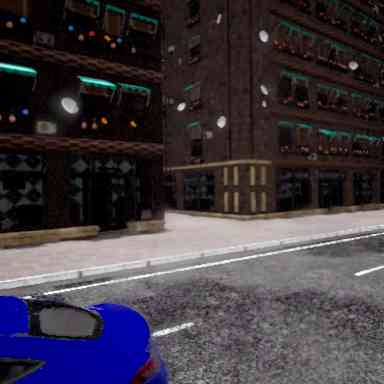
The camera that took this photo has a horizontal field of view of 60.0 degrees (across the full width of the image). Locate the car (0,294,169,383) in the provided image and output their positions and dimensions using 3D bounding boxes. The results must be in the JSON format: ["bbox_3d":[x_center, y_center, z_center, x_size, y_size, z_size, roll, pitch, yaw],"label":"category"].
[{"bbox_3d":[-2.350,1.537,2.009,4.674,1.442,1.812,-1,1,-35],"label":"car"}]
